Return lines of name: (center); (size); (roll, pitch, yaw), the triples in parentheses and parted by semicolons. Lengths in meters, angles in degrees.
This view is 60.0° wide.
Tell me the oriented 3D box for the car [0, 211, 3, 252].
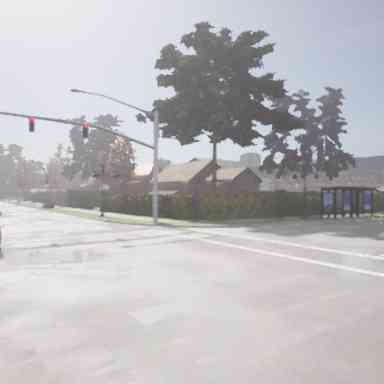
car: (-9.011, 1.298, 13.181); (2.150, 2.045, 5.566); (1, -1, -36)
